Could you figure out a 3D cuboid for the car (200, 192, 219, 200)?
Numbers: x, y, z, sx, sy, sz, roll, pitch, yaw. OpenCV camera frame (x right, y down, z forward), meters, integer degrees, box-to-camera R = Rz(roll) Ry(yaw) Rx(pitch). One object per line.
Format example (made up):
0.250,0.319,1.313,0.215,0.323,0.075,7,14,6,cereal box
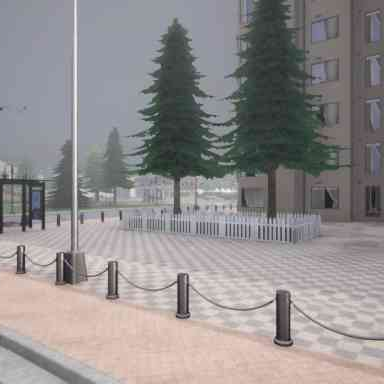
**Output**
5.155,1.384,91.423,3.806,1.475,1.970,0,0,35,car

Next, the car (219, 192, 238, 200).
9.519,1.374,84.721,3.633,1.501,1.845,0,0,35,car
